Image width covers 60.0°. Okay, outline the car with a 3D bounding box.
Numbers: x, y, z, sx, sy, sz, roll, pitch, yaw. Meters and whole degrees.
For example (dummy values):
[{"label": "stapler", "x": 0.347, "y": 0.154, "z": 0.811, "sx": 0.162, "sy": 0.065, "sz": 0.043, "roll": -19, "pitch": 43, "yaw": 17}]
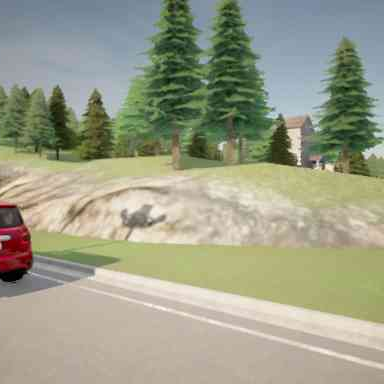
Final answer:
[{"label": "car", "x": -6.301, "y": 1.231, "z": 8.490, "sx": 5.566, "sy": 2.045, "sz": 2.150, "roll": 0, "pitch": 0, "yaw": 36}]
